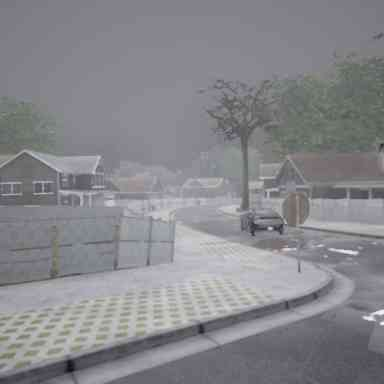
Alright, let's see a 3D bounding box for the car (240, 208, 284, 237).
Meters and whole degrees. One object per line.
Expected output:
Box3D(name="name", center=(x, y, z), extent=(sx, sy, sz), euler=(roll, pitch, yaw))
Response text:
Box3D(name="car", center=(4.101, 1.714, 20.016), extent=(2.128, 1.511, 4.902), euler=(-2, 0, -1))
